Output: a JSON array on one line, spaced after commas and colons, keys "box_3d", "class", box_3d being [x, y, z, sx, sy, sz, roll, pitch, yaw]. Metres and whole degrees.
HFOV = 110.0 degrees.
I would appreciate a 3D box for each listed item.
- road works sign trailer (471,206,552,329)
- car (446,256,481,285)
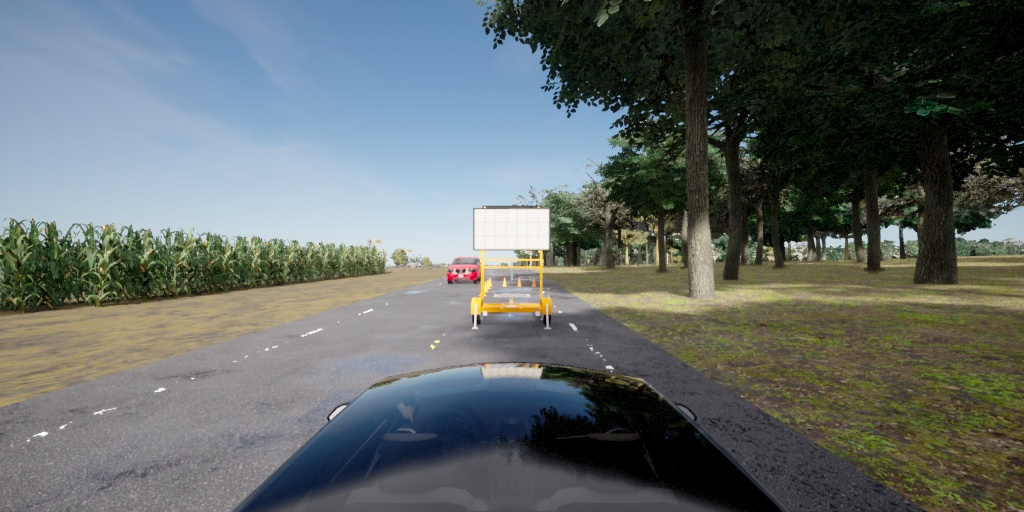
[{"box_3d": [-0.004, 0.230, 11.284, 2.380, 3.560, 2.880, 0, 0, 1], "class": "road works sign trailer"}, {"box_3d": [-3.517, 1.045, 27.364, 2.150, 2.045, 5.566, 0, 0, 0], "class": "car"}]
